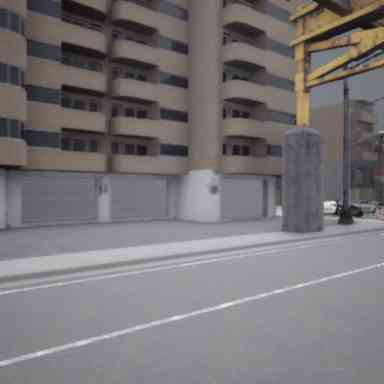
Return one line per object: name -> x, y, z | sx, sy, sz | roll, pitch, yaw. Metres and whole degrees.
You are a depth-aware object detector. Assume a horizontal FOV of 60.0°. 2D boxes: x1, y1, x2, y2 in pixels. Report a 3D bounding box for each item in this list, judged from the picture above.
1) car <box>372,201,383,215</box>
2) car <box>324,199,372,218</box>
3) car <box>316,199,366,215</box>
car -> 16.893, 1.276, 32.257 | 4.536, 1.218, 1.853 | 0, 0, 34
car -> 13.360, 1.433, 30.080 | 2.038, 1.542, 4.974 | 0, 0, -11
car -> 13.350, 1.275, 30.131 | 1.853, 1.218, 4.536 | 0, 0, -11
